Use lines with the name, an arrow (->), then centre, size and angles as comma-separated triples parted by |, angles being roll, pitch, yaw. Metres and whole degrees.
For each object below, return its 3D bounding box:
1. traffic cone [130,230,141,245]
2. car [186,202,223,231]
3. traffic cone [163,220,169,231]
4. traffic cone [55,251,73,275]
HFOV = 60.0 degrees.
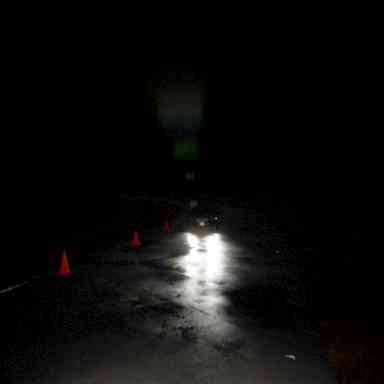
traffic cone -> -2.342, 1.885, 13.822 | 0.340, 0.580, 0.340 | 0, 0, 12
car -> 0.837, 1.401, 19.987 | 2.128, 1.511, 4.902 | 0, 0, 8
traffic cone -> -1.433, 1.863, 18.603 | 0.340, 0.580, 0.340 | 0, 0, 9
traffic cone -> -3.464, 1.902, 9.008 | 0.340, 0.580, 0.340 | 0, 0, 13
